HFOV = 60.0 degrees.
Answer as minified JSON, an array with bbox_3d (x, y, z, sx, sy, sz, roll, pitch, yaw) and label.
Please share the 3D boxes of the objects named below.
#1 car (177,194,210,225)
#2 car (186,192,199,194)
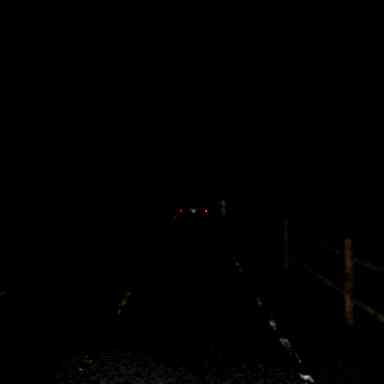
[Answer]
[{"bbox_3d":[0.094,1.219,22.778,2.097,1.767,4.553,0,0,0],"label":"car"},{"bbox_3d":[0.086,0.976,41.494,2.150,2.045,5.566,0,0,0],"label":"car"}]
